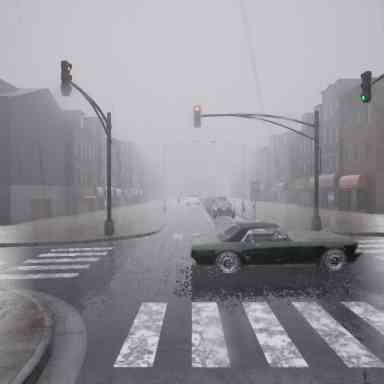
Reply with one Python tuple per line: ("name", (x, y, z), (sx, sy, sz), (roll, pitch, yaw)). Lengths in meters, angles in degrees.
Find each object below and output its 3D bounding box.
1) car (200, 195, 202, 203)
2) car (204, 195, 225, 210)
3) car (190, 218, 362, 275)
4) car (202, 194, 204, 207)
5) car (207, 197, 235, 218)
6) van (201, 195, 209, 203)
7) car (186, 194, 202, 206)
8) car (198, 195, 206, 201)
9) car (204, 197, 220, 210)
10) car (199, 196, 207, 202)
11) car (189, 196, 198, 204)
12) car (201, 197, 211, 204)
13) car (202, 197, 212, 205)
("car", (2.731, 1.525, 51.260), (1.967, 1.590, 4.097), (-1, 0, 0))
("car", (2.698, 1.356, 35.053), (2.192, 1.841, 5.009), (-1, 0, 0))
("car", (2.308, 1.565, 9.841), (4.718, 1.301, 1.895), (-2, 1, 0))
("car", (2.709, 1.369, 40.456), (2.192, 1.841, 5.009), (-1, 0, 0))
("car", (2.688, 1.470, 29.651), (1.967, 1.590, 4.097), (-1, 0, 0))
("van", (2.773, 1.504, 72.870), (1.690, 1.788, 3.998), (-1, 0, 0))
("car", (0.221, 1.334, 59.447), (2.150, 2.045, 5.566), (0, 0, -1))
("car", (2.817, 1.702, 94.479), (1.967, 1.590, 4.097), (-1, 0, 0))
("car", (2.721, 1.509, 45.857), (1.967, 1.590, 4.097), (-1, 0, 0))
("car", (2.797, 1.792, 83.673), (1.802, 1.307, 4.206), (-1, 0, 0))
("car", (0.239, 1.654, 69.618), (1.837, 1.490, 4.892), (0, 0, 0))
("car", (2.765, 1.668, 67.636), (1.752, 1.417, 4.829), (-1, 0, 0))
("car", (2.754, 1.647, 62.234), (1.752, 1.417, 4.829), (-1, 0, 0))
